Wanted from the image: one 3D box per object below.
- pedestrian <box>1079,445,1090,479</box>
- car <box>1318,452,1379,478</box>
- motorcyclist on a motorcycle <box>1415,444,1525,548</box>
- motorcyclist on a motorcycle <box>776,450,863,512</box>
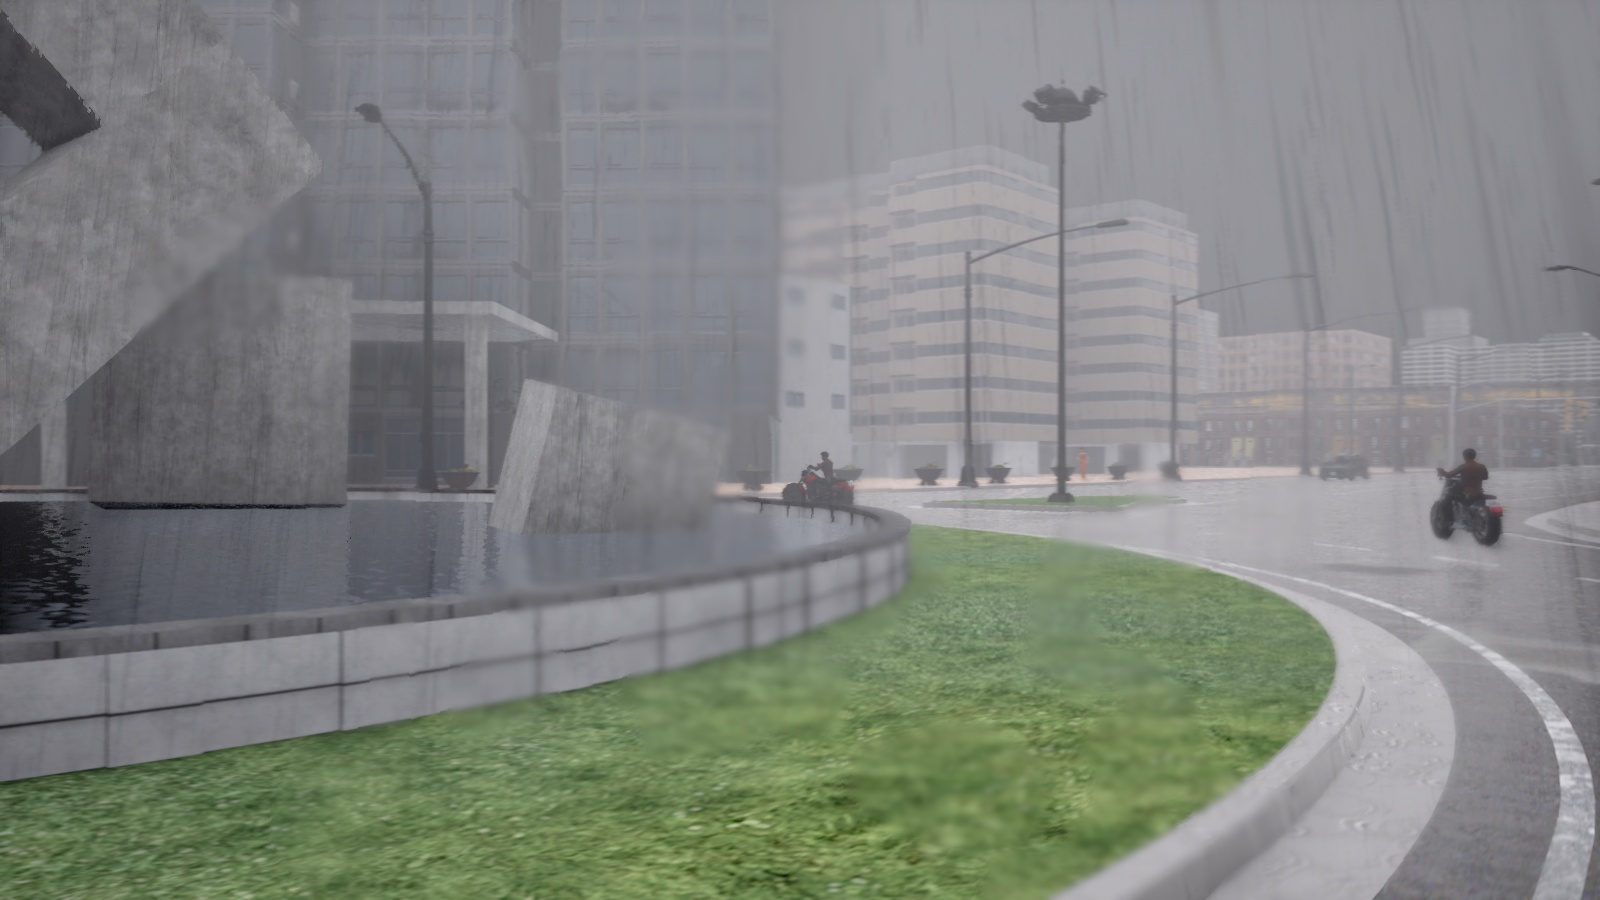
[{"bbox_3d":[15.686,0.660,69.164,0.345,1.836,0.594,0,0,44],"label":"pedestrian"},{"bbox_3d":[32.865,0.894,75.205,2.007,1.525,4.514,0,0,42],"label":"car"},{"bbox_3d":[11.273,0.746,21.232,0.766,1.649,2.350,0,0,4],"label":"motorcyclist on a motorcycle"},{"bbox_3d":[0.529,0.838,34.689,2.350,1.649,0.766,-1,0,34],"label":"motorcyclist on a motorcycle"}]
